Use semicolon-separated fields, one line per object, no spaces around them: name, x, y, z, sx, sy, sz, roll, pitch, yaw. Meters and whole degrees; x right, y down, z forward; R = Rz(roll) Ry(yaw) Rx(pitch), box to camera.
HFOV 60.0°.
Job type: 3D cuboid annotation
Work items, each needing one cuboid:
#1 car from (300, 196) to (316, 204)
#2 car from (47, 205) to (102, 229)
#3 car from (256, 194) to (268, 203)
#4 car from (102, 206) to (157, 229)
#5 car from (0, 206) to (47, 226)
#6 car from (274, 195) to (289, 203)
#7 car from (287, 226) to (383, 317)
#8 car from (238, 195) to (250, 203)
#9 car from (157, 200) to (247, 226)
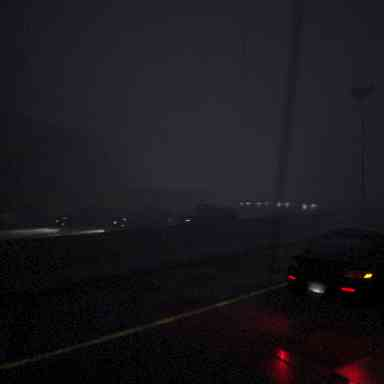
car;19.551;1.301;56.116;1.895;1.301;4.718;0;0;11
car;-6.701;1.554;21.477;4.181;1.385;1.994;-1;0;-44
car;13.362;1.251;63.654;1.837;1.490;4.892;0;0;3
car;-2.947;1.530;20.266;4.181;1.385;1.994;-1;0;-45
car;-11.380;1.625;21.932;4.718;1.301;1.895;-1;0;-40
car;16.798;1.303;62.439;1.895;1.301;4.718;0;0;4
car;3.901;1.477;7.316;4.674;1.442;1.812;-1;0;-41
car;9.817;1.302;62.946;2.033;1.411;5.357;0;0;4
car;0.699;1.434;18.951;2.128;1.511;4.902;0;0;44
